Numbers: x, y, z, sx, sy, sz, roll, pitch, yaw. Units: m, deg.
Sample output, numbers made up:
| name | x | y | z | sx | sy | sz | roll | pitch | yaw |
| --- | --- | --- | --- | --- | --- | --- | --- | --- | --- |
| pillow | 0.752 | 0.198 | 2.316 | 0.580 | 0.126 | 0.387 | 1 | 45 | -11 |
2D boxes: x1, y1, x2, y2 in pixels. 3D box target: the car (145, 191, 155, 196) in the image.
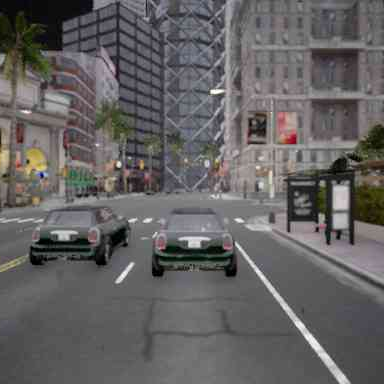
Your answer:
| name | x | y | z | sx | sy | sz | roll | pitch | yaw |
| --- | --- | --- | --- | --- | --- | --- | --- | --- | --- |
| car | -10.468 | 0.371 | 82.528 | 1.895 | 1.301 | 4.718 | 0 | 1 | 0 |

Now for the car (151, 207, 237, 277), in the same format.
| name | x | y | z | sx | sy | sz | roll | pitch | yaw |
| --- | --- | --- | --- | --- | --- | --- | --- | --- | --- |
| car | 0.067 | 1.203 | 9.915 | 2.097 | 1.767 | 4.553 | 0 | 1 | 0 |

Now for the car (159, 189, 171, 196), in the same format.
| name | x | y | z | sx | sy | sz | roll | pitch | yaw |
| --- | --- | --- | --- | --- | --- | --- | --- | --- | --- |
| car | -6.973 | 0.318 | 81.354 | 2.128 | 1.511 | 4.902 | 0 | 1 | 0 |

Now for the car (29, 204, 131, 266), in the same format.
| name | x | y | z | sx | sy | sz | roll | pitch | yaw |
| --- | --- | --- | --- | --- | --- | --- | --- | --- | --- |
| car | -3.426 | 1.188 | 11.057 | 2.097 | 1.767 | 4.553 | 0 | 1 | 0 |
